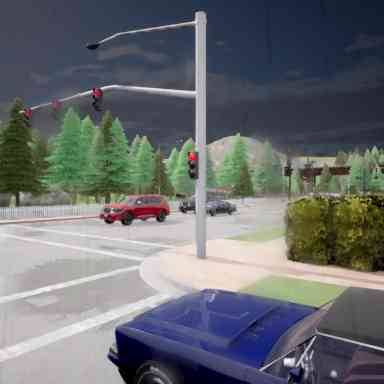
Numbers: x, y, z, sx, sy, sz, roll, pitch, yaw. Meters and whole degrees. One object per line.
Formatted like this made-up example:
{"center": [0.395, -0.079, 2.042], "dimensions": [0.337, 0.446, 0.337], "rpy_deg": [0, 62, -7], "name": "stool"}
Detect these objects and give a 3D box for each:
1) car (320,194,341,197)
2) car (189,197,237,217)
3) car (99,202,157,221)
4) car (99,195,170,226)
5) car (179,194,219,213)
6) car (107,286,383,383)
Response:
{"center": [16.210, 1.221, 38.203], "dimensions": [2.150, 2.045, 5.566], "rpy_deg": [0, 0, 38], "name": "car"}
{"center": [2.364, 1.547, 32.282], "dimensions": [2.033, 1.411, 5.357], "rpy_deg": [0, 0, 38], "name": "car"}
{"center": [-5.348, 1.601, 28.182], "dimensions": [1.895, 1.301, 4.718], "rpy_deg": [0, 0, 38], "name": "car"}
{"center": [-3.997, 1.221, 24.249], "dimensions": [2.150, 2.045, 5.566], "rpy_deg": [0, 0, 38], "name": "car"}
{"center": [0.983, 1.221, 36.168], "dimensions": [2.150, 2.045, 5.566], "rpy_deg": [0, 0, 39], "name": "car"}
{"center": [1.432, 1.601, 2.943], "dimensions": [4.718, 1.301, 1.895], "rpy_deg": [0, 0, 36], "name": "car"}
